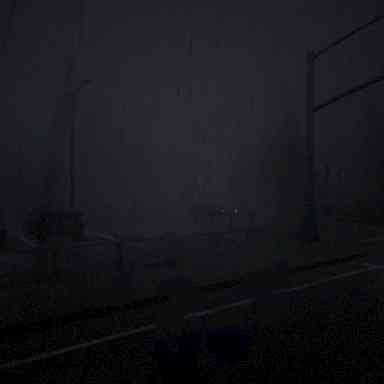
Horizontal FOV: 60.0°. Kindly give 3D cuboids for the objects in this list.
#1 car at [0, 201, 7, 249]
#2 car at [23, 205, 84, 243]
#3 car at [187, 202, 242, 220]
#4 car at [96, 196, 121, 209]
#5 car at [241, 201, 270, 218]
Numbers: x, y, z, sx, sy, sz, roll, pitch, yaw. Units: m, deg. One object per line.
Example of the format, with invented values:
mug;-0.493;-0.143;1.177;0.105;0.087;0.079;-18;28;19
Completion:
car;-8.921;1.330;13.398;2.152;1.636;5.027;0;0;-36
car;-6.410;1.339;15.279;2.007;1.523;4.514;0;0;-36
car;1.685;1.597;28.060;1.895;1.301;4.718;0;0;-36
car;-11.542;1.347;46.116;2.097;1.767;4.553;0;0;-36
car;4.898;1.521;29.941;1.812;1.442;4.674;0;0;-36
